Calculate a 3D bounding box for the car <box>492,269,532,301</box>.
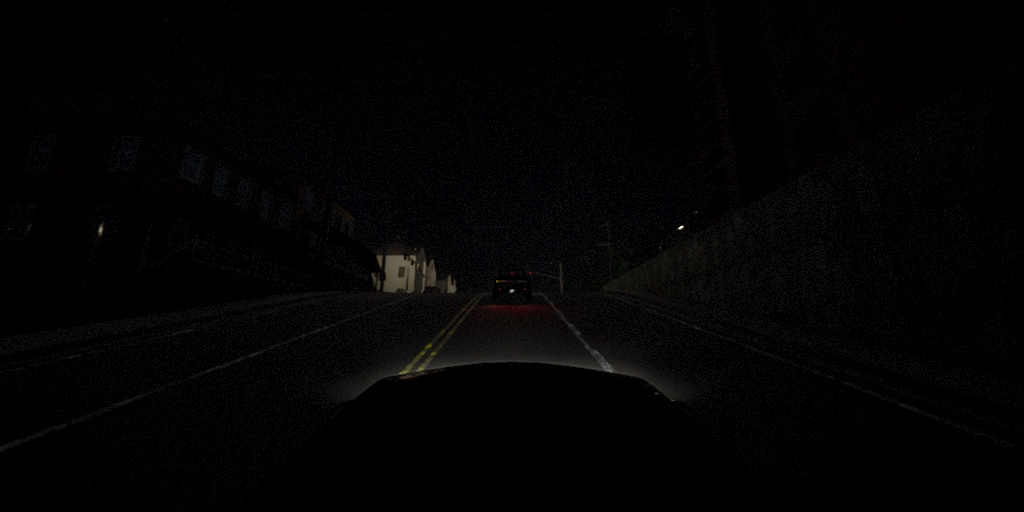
[{"bbox_3d":[0.004,1.398,18.211,2.128,1.511,4.902,0,-2,0],"label":"car"}]
